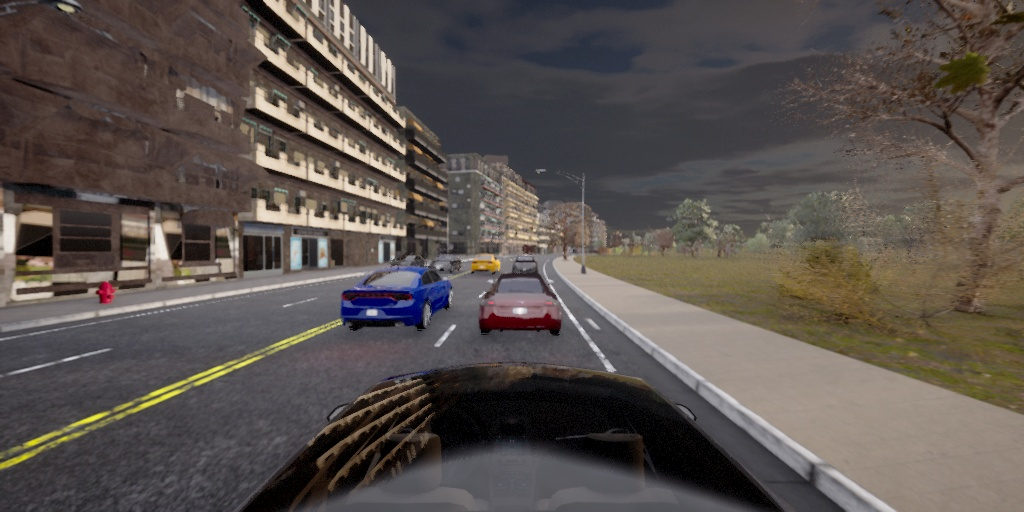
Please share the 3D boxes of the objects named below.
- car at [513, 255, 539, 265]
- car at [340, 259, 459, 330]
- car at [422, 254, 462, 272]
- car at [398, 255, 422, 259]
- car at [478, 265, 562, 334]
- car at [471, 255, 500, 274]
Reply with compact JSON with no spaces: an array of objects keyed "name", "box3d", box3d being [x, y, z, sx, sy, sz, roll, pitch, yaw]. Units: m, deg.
[{"name":"car","box3d":[1.059,0.677,27.746,2.128,1.511,4.902,0,1,4]},{"name":"car","box3d":[-3.007,1.031,10.378,1.882,1.535,5.008,0,2,2]},{"name":"car","box3d":[-5.492,0.629,29.991,2.128,1.511,4.902,0,1,4]},{"name":"car","box3d":[-8.720,0.633,30.400,1.837,1.490,4.892,0,1,4]},{"name":"car","box3d":[0.229,1.130,9.907,1.994,1.385,4.181,0,1,2]},{"name":"car","box3d":[-2.074,0.627,29.451,1.882,1.535,5.008,0,1,4]}]
